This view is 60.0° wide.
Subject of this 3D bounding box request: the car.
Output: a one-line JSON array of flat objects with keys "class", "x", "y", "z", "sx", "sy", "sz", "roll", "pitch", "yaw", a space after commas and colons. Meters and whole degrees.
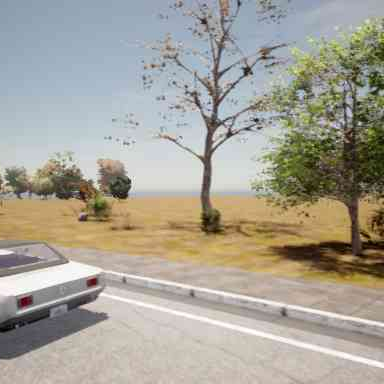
[{"class": "car", "x": -3.973, "y": 1.594, "z": 6.488, "sx": 4.718, "sy": 1.301, "sz": 1.895, "roll": 0, "pitch": 0, "yaw": 33}]
